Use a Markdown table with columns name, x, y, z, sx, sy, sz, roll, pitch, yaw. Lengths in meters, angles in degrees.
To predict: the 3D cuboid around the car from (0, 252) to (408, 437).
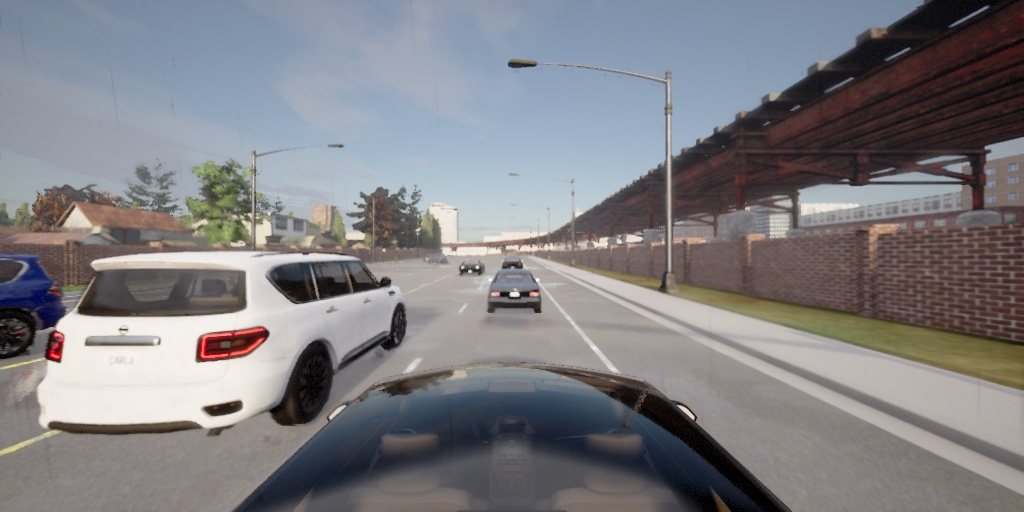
| name | x | y | z | sx | sy | sz | roll | pitch | yaw |
| --- | --- | --- | --- | --- | --- | --- | --- | --- | --- |
| car | -3.425 | 0.949 | 5.819 | 2.150 | 2.045 | 5.566 | 0 | 1 | 0 |

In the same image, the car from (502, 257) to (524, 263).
| name | x | y | z | sx | sy | sz | roll | pitch | yaw |
| --- | --- | --- | --- | --- | --- | --- | --- | --- | --- |
| car | 0.060 | 0.792 | 33.146 | 1.882 | 1.535 | 5.008 | 0 | 1 | 0 |

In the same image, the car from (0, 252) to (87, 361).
| name | x | y | z | sx | sy | sz | roll | pitch | yaw |
| --- | --- | --- | --- | --- | --- | --- | --- | --- | --- |
| car | -10.603 | 0.954 | 5.245 | 2.150 | 2.045 | 5.566 | 0 | 1 | 0 |

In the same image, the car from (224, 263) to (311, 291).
| name | x | y | z | sx | sy | sz | roll | pitch | yaw |
| --- | --- | --- | --- | --- | --- | --- | --- | --- | --- |
| car | -14.124 | 1.129 | 21.136 | 1.895 | 1.301 | 4.718 | 0 | 1 | 0 |

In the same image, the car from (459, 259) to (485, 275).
| name | x | y | z | sx | sy | sz | roll | pitch | yaw |
| --- | --- | --- | --- | --- | --- | --- | --- | --- | --- |
| car | -3.437 | 0.942 | 31.704 | 1.895 | 1.301 | 4.718 | 0 | 1 | 0 |

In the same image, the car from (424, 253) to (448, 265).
| name | x | y | z | sx | sy | sz | roll | pitch | yaw |
| --- | --- | --- | --- | --- | --- | --- | --- | --- | --- |
| car | -10.623 | 0.354 | 51.546 | 2.097 | 1.767 | 4.553 | 0 | 1 | 0 |

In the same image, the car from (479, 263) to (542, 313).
| name | x | y | z | sx | sy | sz | roll | pitch | yaw |
| --- | --- | --- | --- | --- | --- | --- | --- | --- | --- |
| car | 0.085 | 1.190 | 13.493 | 2.033 | 1.411 | 5.357 | 0 | 1 | 0 |
